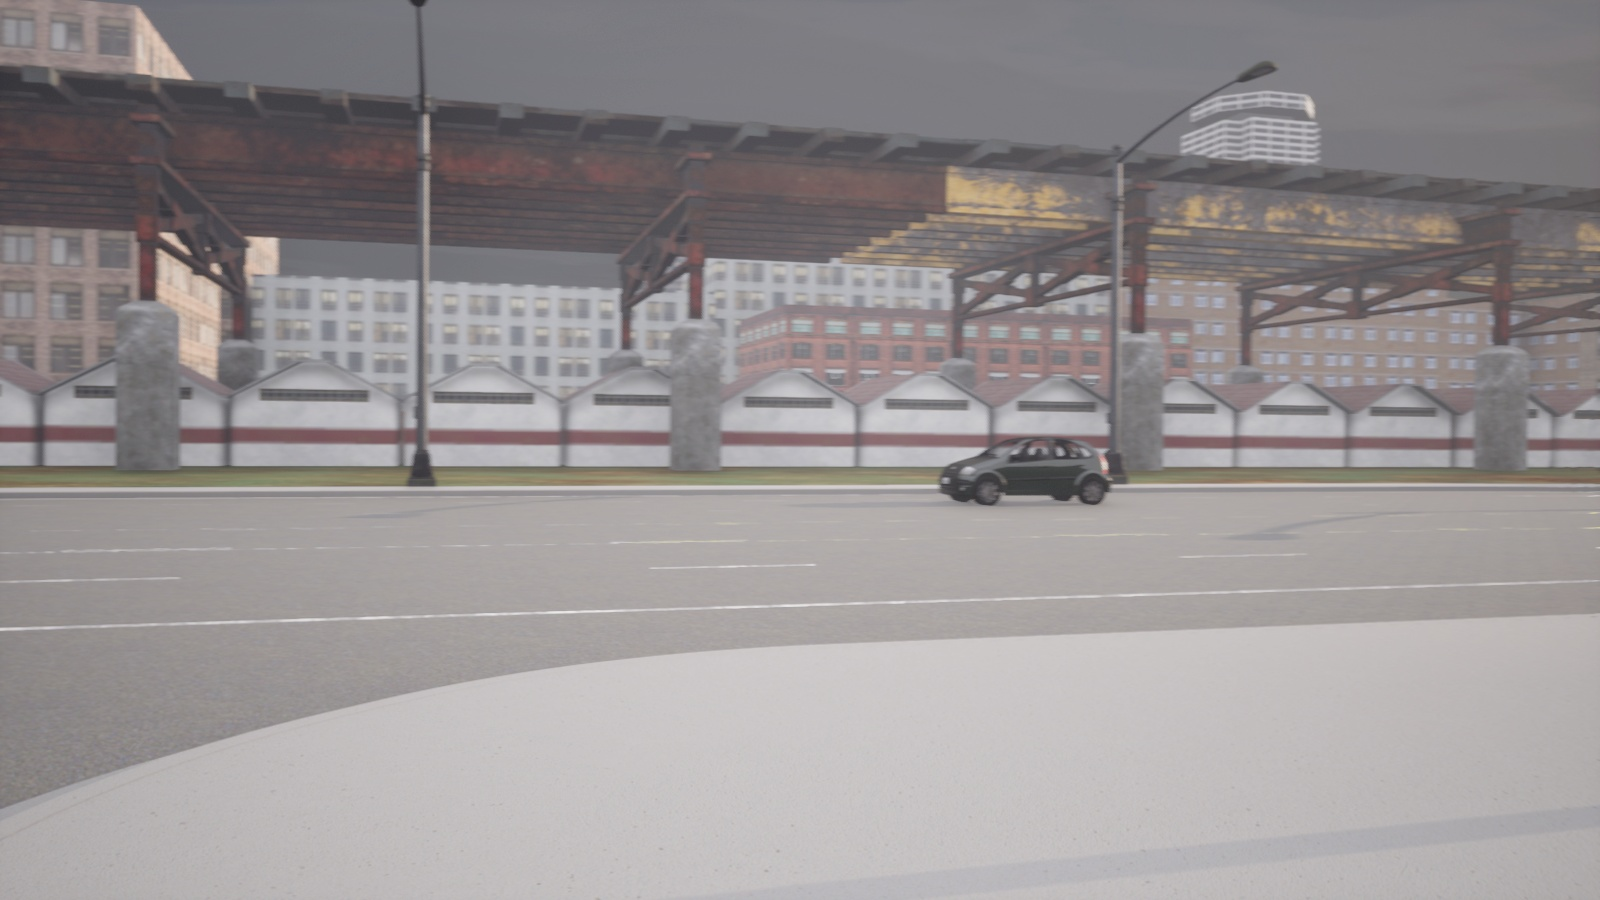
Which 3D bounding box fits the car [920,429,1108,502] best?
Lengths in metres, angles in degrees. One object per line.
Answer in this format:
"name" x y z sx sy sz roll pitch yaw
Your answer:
"car" 5.094 0.324 30.029 3.988 1.617 1.851 -1 1 -16
